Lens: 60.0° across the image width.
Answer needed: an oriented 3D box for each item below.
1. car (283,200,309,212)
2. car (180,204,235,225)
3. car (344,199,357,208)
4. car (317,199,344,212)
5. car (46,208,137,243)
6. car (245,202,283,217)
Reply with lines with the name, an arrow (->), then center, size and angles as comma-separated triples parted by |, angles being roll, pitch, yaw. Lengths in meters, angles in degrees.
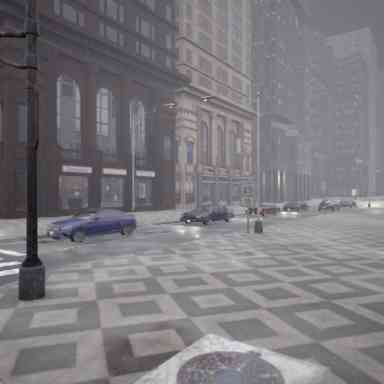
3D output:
car -> 12.935, 1.671, 41.131 | 2.033, 1.411, 5.357 | 0, 0, 36
car -> 1.327, 1.616, 25.014 | 2.033, 1.411, 5.357 | 0, 0, 36
car -> 23.726, 1.702, 50.779 | 2.033, 1.411, 5.357 | 0, 0, 36
car -> 17.215, 1.652, 41.696 | 1.812, 1.442, 4.674 | 0, 0, 35
car -> -4.779, 1.562, 16.537 | 1.812, 1.442, 4.674 | 0, 0, 38
car -> 7.036, 1.697, 32.971 | 1.895, 1.301, 4.718 | 0, 0, 36
